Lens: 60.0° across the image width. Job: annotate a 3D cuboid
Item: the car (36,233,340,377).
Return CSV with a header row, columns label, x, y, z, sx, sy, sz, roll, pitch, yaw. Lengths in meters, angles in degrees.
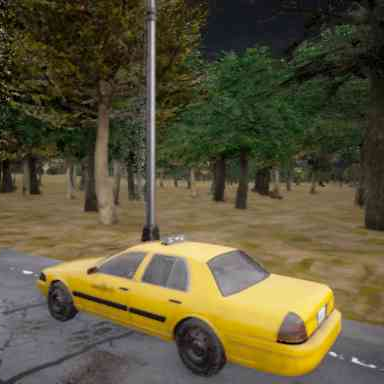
label,x,y,z,sx,sy,sz,roll,pitch,yaw
car,-0.518,1.465,5.531,5.366,1.575,1.801,0,0,36
